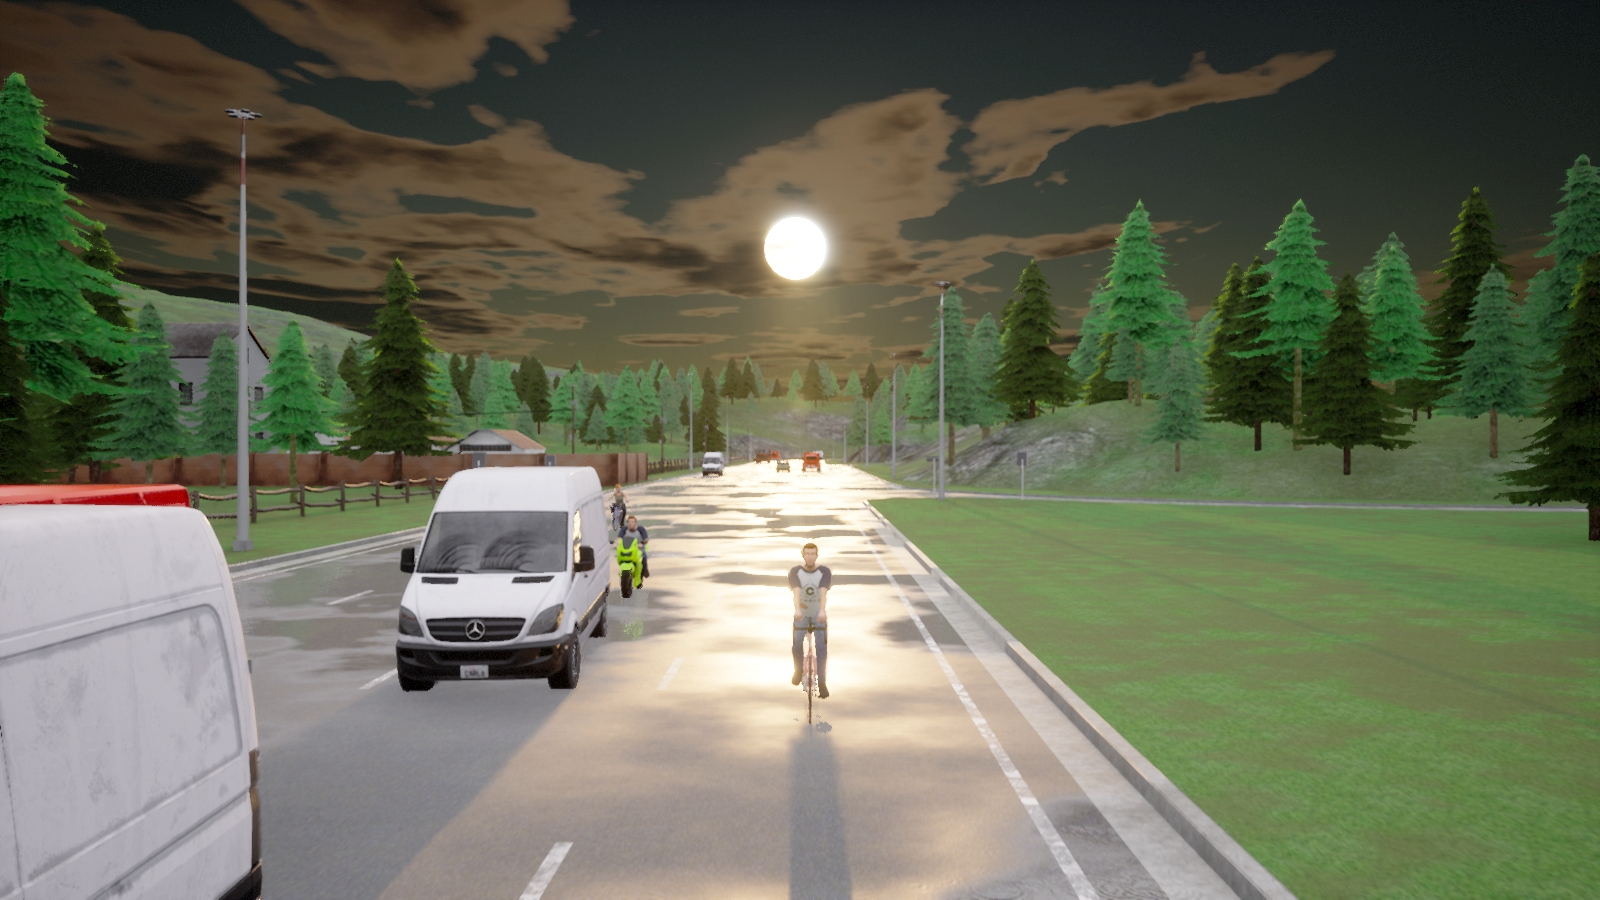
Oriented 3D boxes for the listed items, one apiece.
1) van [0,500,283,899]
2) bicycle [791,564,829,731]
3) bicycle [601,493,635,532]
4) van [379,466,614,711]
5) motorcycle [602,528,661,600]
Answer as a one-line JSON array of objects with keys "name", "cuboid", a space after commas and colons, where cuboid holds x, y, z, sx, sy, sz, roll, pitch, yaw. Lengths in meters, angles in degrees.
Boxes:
[{"name": "van", "cuboid": [-3.586, 1.534, 2.887, 1.988, 2.561, 5.915, 0, 0, -1]}, {"name": "bicycle", "cuboid": [0.109, 2.056, 12.245, 0.373, 1.496, 1.643, 0, 1, 1]}, {"name": "bicycle", "cuboid": [-6.329, 2.158, 39.744, 0.859, 1.277, 1.487, 0, 0, 3]}, {"name": "van", "cuboid": [-3.770, 1.535, 15.367, 1.988, 2.561, 5.915, 0, 0, -4]}, {"name": "motorcycle", "cuboid": [-3.252, 2.187, 22.229, 0.803, 1.199, 2.033, 0, 0, 1]}]
